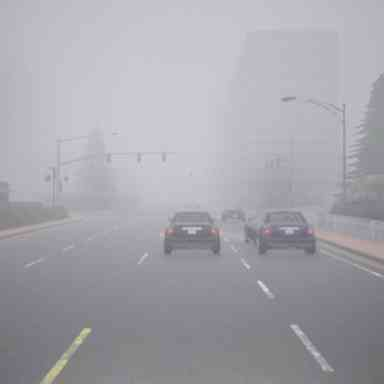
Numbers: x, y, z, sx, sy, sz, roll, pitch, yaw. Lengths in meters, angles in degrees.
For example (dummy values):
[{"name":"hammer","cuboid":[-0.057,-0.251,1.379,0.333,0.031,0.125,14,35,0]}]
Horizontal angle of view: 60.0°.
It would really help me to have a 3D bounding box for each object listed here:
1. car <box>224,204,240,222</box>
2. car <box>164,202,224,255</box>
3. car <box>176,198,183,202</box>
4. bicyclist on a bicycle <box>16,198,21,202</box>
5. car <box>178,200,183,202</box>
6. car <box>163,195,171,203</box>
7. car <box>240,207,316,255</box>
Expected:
[{"name":"car","cuboid":[3.537,1.804,29.388,1.812,1.442,4.674,0,0,1]},{"name":"car","cuboid":[0.010,1.484,14.089,2.097,1.767,4.553,0,-1,0]},{"name":"car","cuboid":[-3.455,2.420,91.919,1.994,1.385,4.181,0,-1,0]},{"name":"bicyclist on a bicycle","cuboid":[-27.860,1.748,53.332,0.582,1.620,1.656,0,0,0]},{"name":"car","cuboid":[0.020,1.770,29.298,2.128,1.511,4.902,0,0,0]},{"name":"car","cuboid":[-6.955,2.367,91.921,1.837,1.490,4.892,0,-1,0]},{"name":"car","cuboid":[3.510,1.484,14.087,2.097,1.767,4.553,0,-1,0]}]
